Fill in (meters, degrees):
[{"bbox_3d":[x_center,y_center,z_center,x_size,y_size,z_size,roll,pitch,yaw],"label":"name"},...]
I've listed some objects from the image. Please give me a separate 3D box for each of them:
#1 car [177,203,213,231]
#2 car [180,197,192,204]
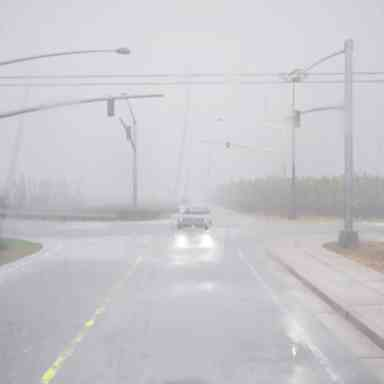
[{"bbox_3d":[0.318,1.643,21.139,1.895,1.301,4.718,0,0,6],"label":"car"},{"bbox_3d":[-1.078,1.474,56.012,1.895,1.301,4.718,0,0,-3],"label":"car"}]
